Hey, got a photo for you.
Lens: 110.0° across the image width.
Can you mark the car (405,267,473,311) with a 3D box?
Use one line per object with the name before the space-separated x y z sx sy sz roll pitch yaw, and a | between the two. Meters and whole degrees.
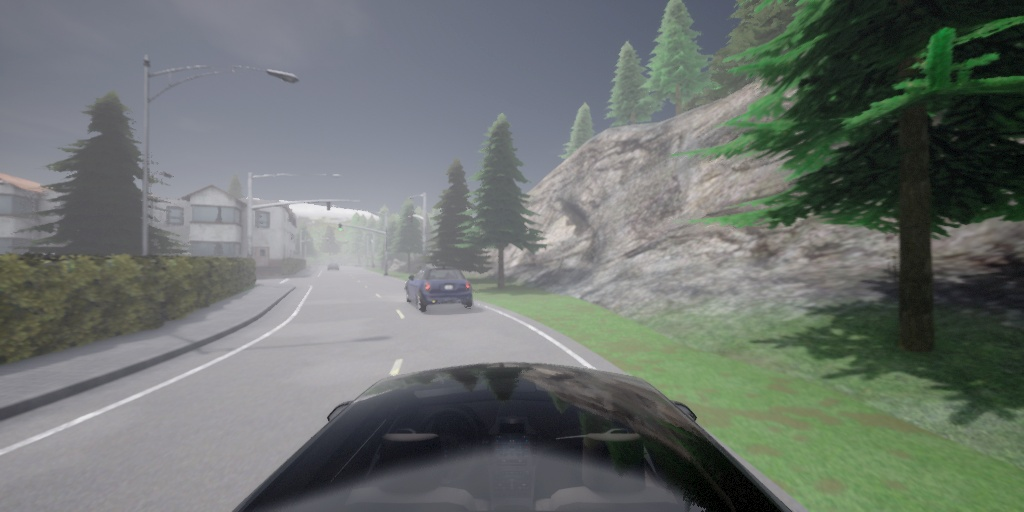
car | -3.299 1.237 15.581 2.097 1.767 4.553 0 -1 -25
